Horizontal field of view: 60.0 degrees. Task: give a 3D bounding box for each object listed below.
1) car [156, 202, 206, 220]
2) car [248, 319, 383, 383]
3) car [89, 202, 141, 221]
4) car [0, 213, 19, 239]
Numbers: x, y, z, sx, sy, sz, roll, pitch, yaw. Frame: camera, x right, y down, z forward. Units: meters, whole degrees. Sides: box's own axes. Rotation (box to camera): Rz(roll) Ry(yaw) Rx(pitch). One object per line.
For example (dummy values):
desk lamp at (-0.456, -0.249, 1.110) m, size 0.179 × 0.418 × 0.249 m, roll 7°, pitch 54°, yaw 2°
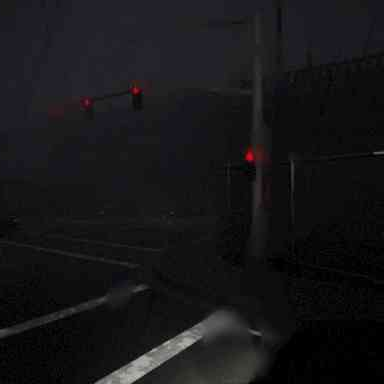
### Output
car at (-0.803, 1.595, 29.444) m, size 2.033 × 1.411 × 5.357 m, roll 0°, pitch 0°, yaw 35°
car at (2.971, 1.548, 1.848) m, size 5.357 × 1.411 × 2.033 m, roll 0°, pitch 0°, yaw 36°
car at (-6.299, 1.571, 27.725) m, size 1.812 × 1.442 × 4.674 m, roll 0°, pitch 0°, yaw 36°
car at (-10.647, 1.548, 15.589) m, size 1.812 × 1.442 × 4.674 m, roll 0°, pitch 0°, yaw 35°
